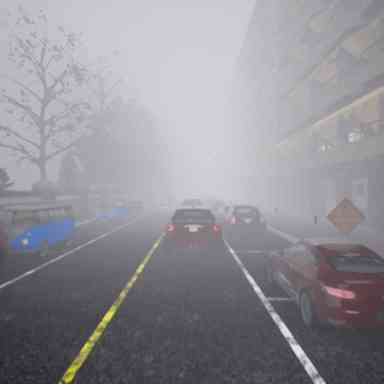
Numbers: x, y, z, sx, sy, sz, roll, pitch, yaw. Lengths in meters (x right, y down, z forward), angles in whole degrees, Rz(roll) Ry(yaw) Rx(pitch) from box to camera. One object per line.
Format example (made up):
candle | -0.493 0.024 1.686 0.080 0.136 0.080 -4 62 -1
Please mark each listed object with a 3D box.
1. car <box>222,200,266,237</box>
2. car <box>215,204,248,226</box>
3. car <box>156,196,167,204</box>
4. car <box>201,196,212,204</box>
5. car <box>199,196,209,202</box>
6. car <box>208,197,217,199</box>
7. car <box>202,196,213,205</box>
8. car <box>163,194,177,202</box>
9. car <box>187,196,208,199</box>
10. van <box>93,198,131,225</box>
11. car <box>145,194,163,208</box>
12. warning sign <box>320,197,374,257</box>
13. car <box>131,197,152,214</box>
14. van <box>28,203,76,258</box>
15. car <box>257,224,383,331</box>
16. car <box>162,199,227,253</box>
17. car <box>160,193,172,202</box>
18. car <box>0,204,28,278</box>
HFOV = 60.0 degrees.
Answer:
car | 2.688 1.414 17.908 1.967 1.590 4.097 0 0 0
car | 2.687 1.547 23.538 1.802 1.307 4.206 0 0 0
car | -5.699 1.510 62.948 1.802 1.307 4.206 0 0 0
car | 2.681 1.510 62.950 1.802 1.307 4.206 0 0 0
car | 2.680 1.491 74.212 1.947 1.339 4.313 0 0 0
car | 2.685 1.516 34.799 1.947 1.339 4.313 0 0 0
car | 2.683 1.456 57.490 1.752 1.417 4.829 0 0 0
car | -3.087 1.437 50.997 1.837 1.490 4.892 0 1 0
car | 0.064 1.309 28.750 2.097 1.767 4.553 0 0 0
van | -5.693 1.306 23.537 1.690 1.788 3.998 0 0 0
car | -5.696 1.253 46.057 2.192 1.841 5.009 0 0 0
warning sign | 5.067 1.099 10.970 1.300 1.860 1.060 0 0 0
car | -5.695 1.516 34.798 1.947 1.339 4.313 0 0 0
van | -5.691 1.323 12.275 1.690 1.788 3.998 0 0 0
car | 2.690 1.572 6.646 1.802 1.307 4.206 0 0 0
car | 0.065 1.331 13.692 2.097 1.767 4.553 0 0 0
car | -5.700 1.240 74.211 2.192 1.841 5.009 0 0 0
car | -5.691 1.305 6.645 2.192 1.841 5.009 0 0 0
